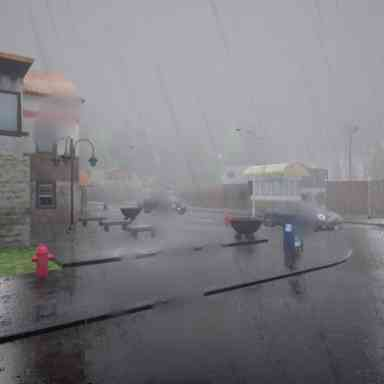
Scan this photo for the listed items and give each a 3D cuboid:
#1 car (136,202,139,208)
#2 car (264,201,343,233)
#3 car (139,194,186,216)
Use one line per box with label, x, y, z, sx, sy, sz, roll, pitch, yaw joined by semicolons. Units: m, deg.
car;-5.724;1.524;44.203;1.812;1.442;4.674;0;0;-35
car;6.493;1.351;19.766;2.097;1.767;4.553;0;0;-35
car;-2.789;1.224;32.871;2.150;2.045;5.566;0;0;-35
